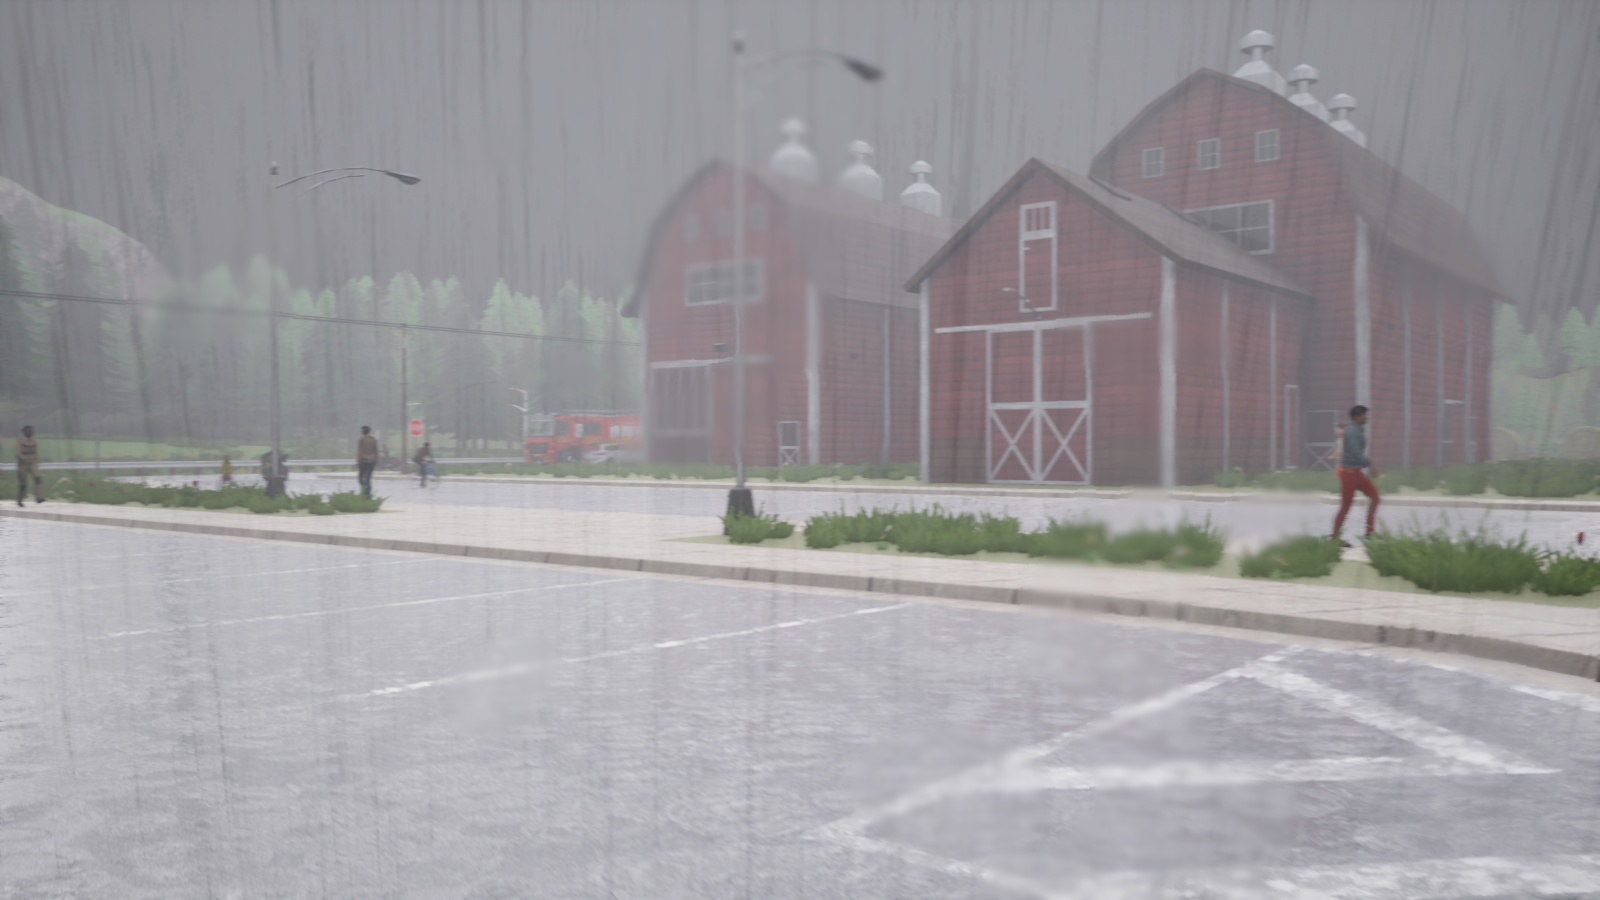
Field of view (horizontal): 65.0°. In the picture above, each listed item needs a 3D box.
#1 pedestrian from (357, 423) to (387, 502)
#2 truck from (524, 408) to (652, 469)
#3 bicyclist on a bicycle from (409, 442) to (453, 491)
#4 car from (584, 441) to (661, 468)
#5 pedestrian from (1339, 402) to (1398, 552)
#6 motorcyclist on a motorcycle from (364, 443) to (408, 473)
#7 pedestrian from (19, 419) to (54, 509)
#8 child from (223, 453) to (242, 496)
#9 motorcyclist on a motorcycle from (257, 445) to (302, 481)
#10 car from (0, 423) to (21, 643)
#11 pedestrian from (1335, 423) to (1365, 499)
[{"bbox_3d":[-9.906,0.290,29.055,0.328,1.805,0.869,0,0,-43],"label":"pedestrian"},{"bbox_3d":[-13.856,-0.751,82.673,2.891,3.827,8.468,0,0,39],"label":"truck"},{"bbox_3d":[-12.369,0.535,42.084,1.656,1.620,0.582,0,1,38],"label":"bicyclist on a bicycle"},{"bbox_3d":[-11.319,0.266,80.250,2.242,1.667,4.611,0,0,39],"label":"car"},{"bbox_3d":[7.162,0.330,15.817,0.614,1.847,0.353,0,0,38],"label":"pedestrian"},{"bbox_3d":[-23.407,0.422,71.045,0.766,1.649,2.350,0,0,39],"label":"motorcyclist on a motorcycle"},{"bbox_3d":[-16.708,0.299,27.479,0.692,1.930,0.396,0,0,35],"label":"pedestrian"},{"bbox_3d":[-15.447,0.653,34.195,0.473,1.160,0.299,0,0,39],"label":"child"},{"bbox_3d":[-22.682,0.574,54.715,2.191,1.530,0.866,0,0,38],"label":"motorcyclist on a motorcycle"},{"bbox_3d":[-7.913,0.611,9.880,3.988,1.617,1.851,0,0,40],"label":"car"},{"bbox_3d":[13.386,0.262,30.564,0.594,1.836,0.345,0,0,38],"label":"pedestrian"}]
